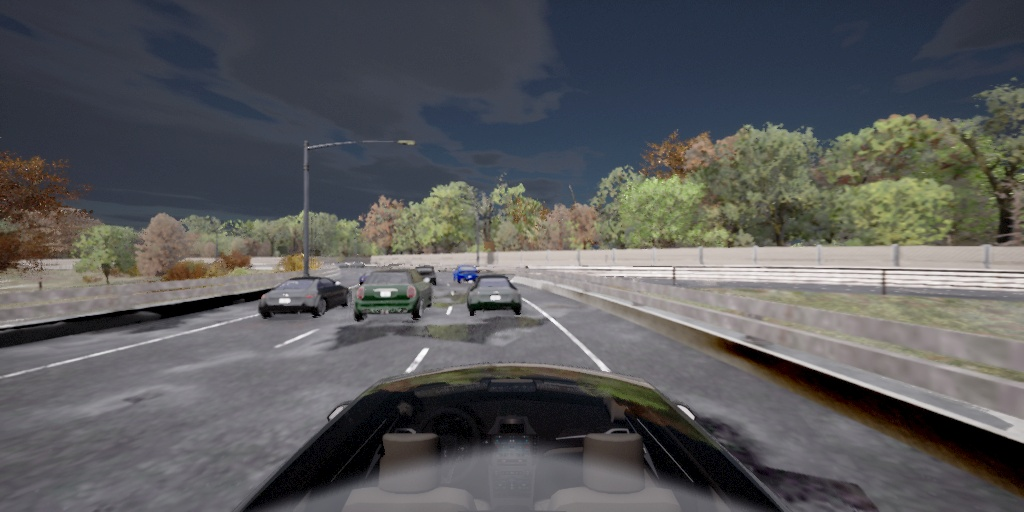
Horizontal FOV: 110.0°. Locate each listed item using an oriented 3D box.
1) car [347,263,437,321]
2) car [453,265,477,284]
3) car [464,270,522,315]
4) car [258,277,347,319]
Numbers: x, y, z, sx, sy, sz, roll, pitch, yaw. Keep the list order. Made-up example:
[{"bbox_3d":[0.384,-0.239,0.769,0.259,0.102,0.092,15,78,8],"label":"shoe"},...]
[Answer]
[{"bbox_3d":[-4.221,1.242,13.446,2.097,1.767,4.553,0,-1,-6],"label":"car"},{"bbox_3d":[-4.063,1.541,31.335,1.882,1.535,5.008,0,-1,-15],"label":"car"},{"bbox_3d":[-0.795,1.442,14.429,1.994,1.385,4.181,0,-1,-7],"label":"car"},{"bbox_3d":[-7.772,1.482,13.901,1.994,1.385,4.181,0,-1,-7],"label":"car"}]
